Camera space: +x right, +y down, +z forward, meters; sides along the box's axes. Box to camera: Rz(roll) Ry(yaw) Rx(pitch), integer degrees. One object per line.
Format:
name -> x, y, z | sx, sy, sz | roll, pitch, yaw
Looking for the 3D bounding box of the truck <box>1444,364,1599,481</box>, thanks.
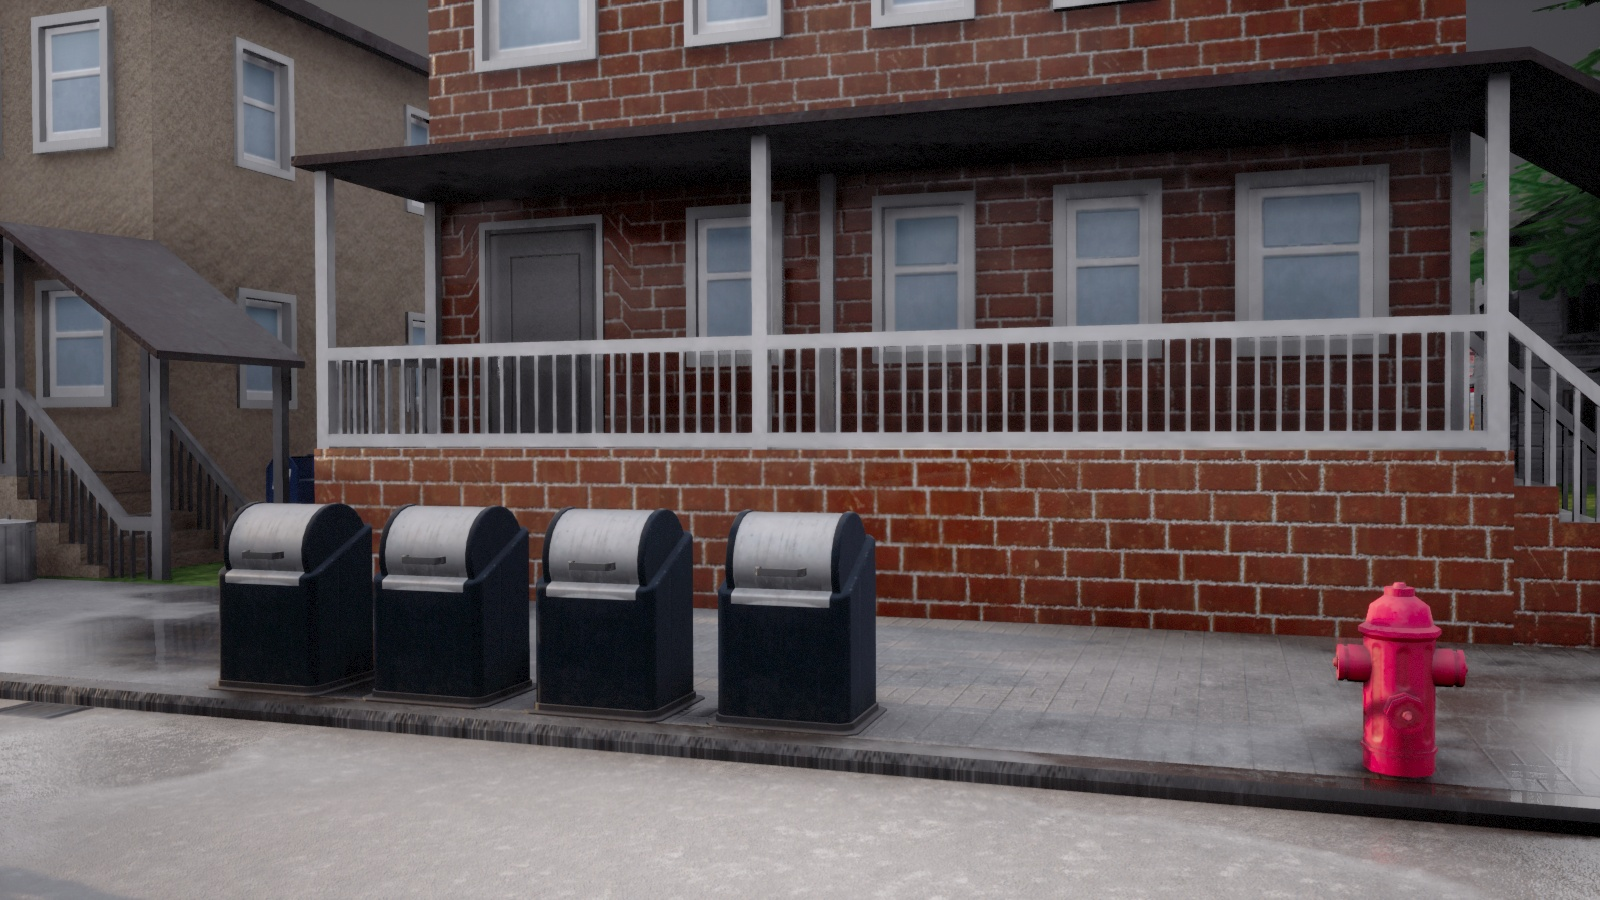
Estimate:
truck -> 26.759, -0.918, 42.503 | 8.468, 3.827, 2.891 | 1, 1, 18
